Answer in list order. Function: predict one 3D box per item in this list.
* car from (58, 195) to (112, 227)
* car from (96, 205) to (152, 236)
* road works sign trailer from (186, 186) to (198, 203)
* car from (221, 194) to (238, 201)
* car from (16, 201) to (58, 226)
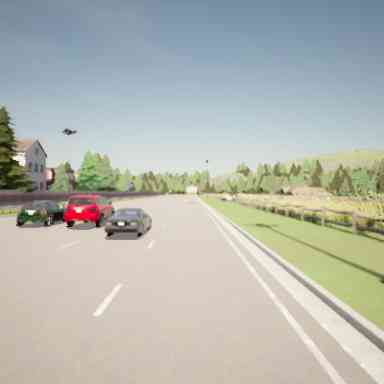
[{"bbox_3d":[-6.905,1.251,22.975,2.150,2.045,5.566,0,0,0],"label":"car"},{"bbox_3d":[-3.404,1.572,18.447,2.033,1.411,5.357,0,0,0],"label":"car"},{"bbox_3d":[-0.017,0.556,69.690,2.380,3.560,2.880,0,0,0],"label":"road works sign trailer"},{"bbox_3d":[8.902,1.316,78.695,3.866,1.878,1.905,0,0,0],"label":"car"},{"bbox_3d":[-10.406,1.383,23.600,2.097,1.767,4.553,0,0,0],"label":"car"}]
